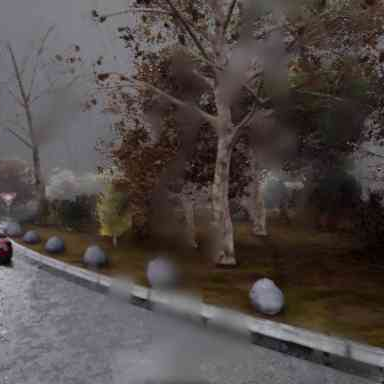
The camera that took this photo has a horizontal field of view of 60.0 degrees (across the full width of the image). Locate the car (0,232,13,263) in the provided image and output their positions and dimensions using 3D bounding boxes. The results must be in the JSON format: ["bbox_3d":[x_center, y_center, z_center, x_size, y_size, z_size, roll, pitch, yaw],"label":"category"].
[{"bbox_3d":[-7.764,1.719,11.646,1.994,1.385,4.181,-1,-1,-41],"label":"car"}]
